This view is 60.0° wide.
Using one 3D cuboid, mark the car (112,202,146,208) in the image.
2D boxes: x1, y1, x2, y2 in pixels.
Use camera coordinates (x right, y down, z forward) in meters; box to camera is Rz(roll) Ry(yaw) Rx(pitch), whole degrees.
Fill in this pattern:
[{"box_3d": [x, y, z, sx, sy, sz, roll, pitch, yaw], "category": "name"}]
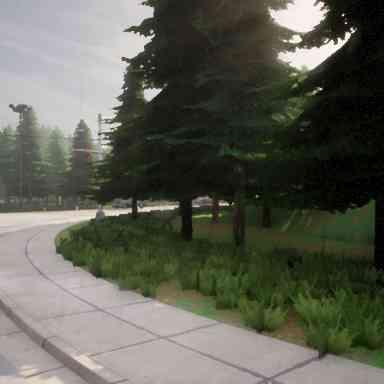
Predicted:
[{"box_3d": [-8.182, 1.490, 43.599, 2.128, 1.511, 4.902, 0, 0, 37], "category": "car"}]
